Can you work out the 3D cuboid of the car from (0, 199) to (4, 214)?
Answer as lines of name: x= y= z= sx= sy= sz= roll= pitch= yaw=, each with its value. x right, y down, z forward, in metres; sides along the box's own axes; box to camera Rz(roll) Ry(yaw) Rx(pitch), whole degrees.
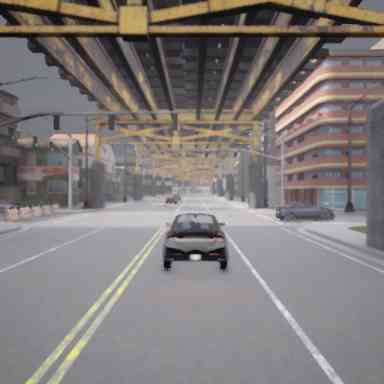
car: x=-16.996 y=1.298 z=25.066 sx=4.974 sy=1.542 sz=2.038 roll=0 pitch=0 yaw=25

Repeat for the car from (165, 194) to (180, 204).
car: x=-3.364 y=1.333 z=54.024 sx=1.895 sy=1.301 sz=4.718 roll=0 pitch=0 yaw=1

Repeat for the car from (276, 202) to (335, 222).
car: x=8.427 y=1.462 z=24.857 sx=4.181 sy=1.385 sz=1.994 roll=0 pitch=0 yaw=-3

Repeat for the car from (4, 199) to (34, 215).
car: x=-16.654 y=1.278 z=29.224 sx=4.974 sy=1.542 sz=2.038 roll=0 pitch=0 yaw=-20

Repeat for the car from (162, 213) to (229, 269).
car: x=0.110 y=1.440 z=10.899 sx=2.128 sy=1.511 sz=4.902 roll=0 pitch=0 yaw=1

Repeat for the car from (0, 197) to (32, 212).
car: x=-16.703 y=1.121 z=29.205 sx=4.536 sy=1.218 sz=1.853 roll=0 pitch=0 yaw=-20
